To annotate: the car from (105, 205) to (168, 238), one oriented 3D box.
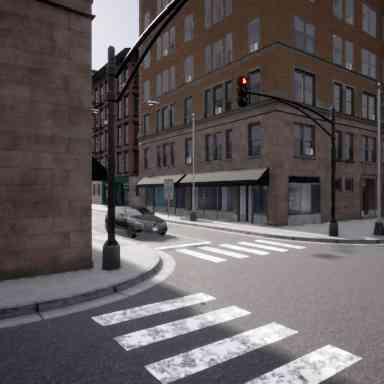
[{"bbox_3d":[-3.048,1.436,17.282,1.812,1.442,4.674,0,0,-35],"label":"car"}]
